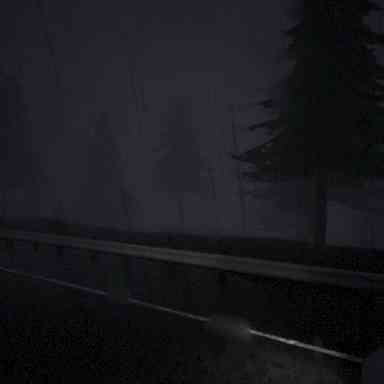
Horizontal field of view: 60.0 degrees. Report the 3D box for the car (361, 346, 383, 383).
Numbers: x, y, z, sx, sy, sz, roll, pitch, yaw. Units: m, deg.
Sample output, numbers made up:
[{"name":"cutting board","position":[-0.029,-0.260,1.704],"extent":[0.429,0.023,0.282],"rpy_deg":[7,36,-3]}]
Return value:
[{"name":"car","position":[3.354,1.529,1.539],"extent":[4.674,1.442,1.812],"rpy_deg":[0,0,36]}]
